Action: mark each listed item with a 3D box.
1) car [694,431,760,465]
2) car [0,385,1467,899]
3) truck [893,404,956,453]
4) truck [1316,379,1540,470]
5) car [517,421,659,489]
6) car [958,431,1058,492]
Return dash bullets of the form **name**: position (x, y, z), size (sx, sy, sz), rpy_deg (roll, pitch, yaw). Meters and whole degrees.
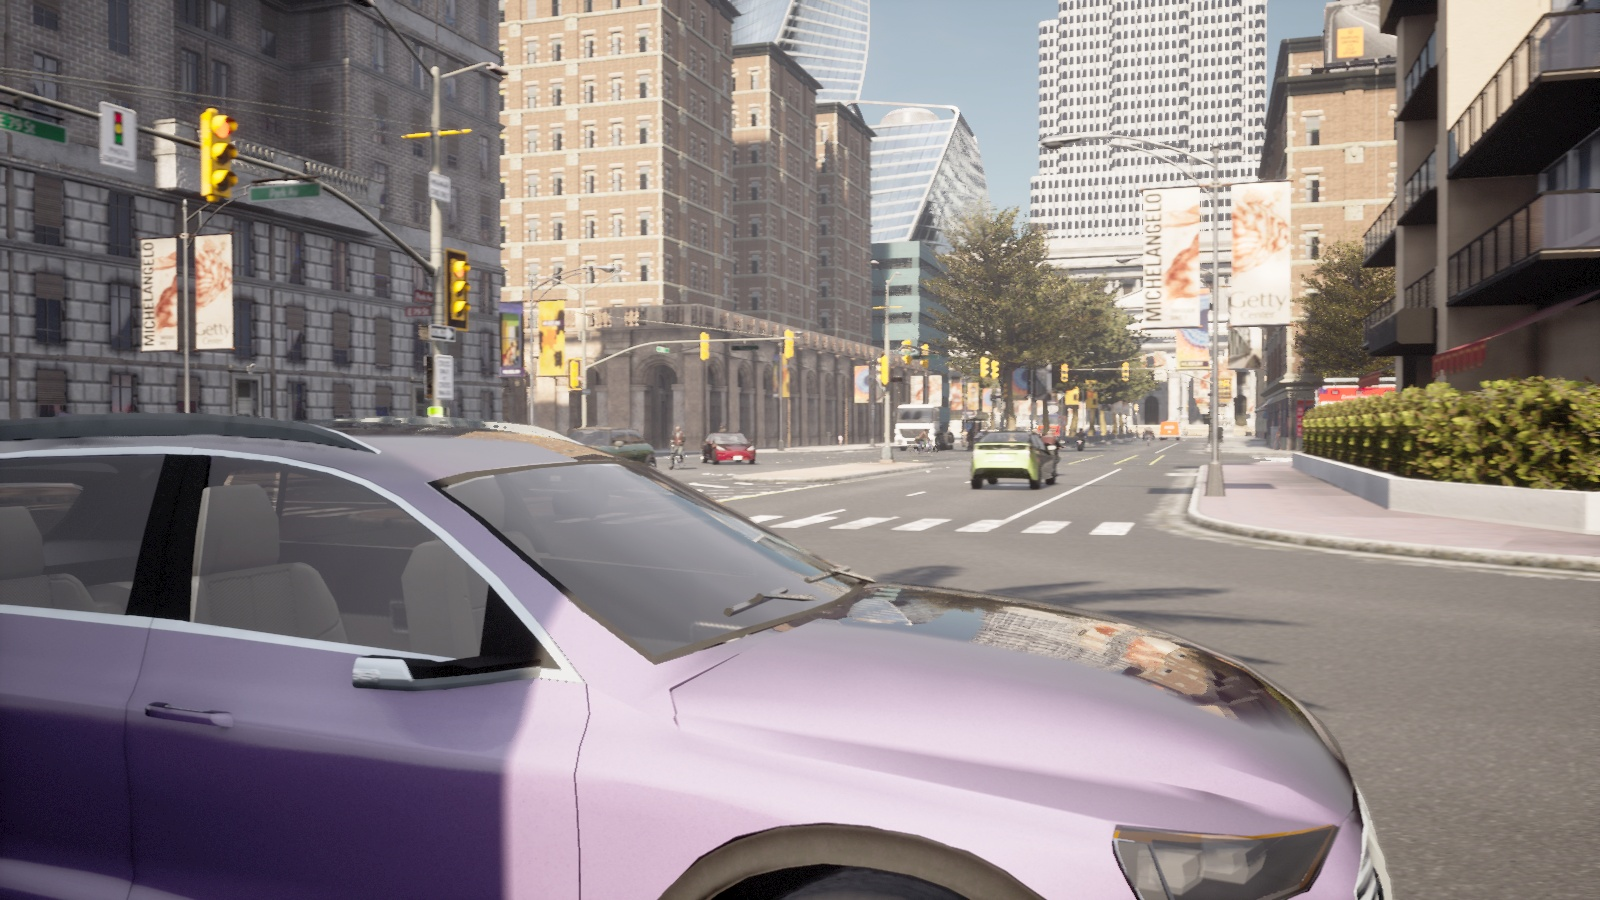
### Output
- **car**: position (-3.450, -0.124, 58.514), size (2.163, 1.488, 4.792), rpy_deg (0, 1, -14)
- **car**: position (-1.030, 0.696, 3.539), size (4.856, 1.649, 2.033), rpy_deg (1, 1, 19)
- **truck**: position (9.364, -1.615, 93.320), size (2.891, 3.462, 7.936), rpy_deg (1, 1, 19)
- **truck**: position (27.584, -1.125, 55.635), size (8.468, 3.827, 2.891), rpy_deg (1, 1, 18)
- **car**: position (-5.896, 0.093, 35.555), size (2.097, 1.767, 4.553), rpy_deg (1, 1, 18)
- **car**: position (5.737, 0.248, 34.132), size (2.007, 1.525, 4.514), rpy_deg (1, 1, 18)
